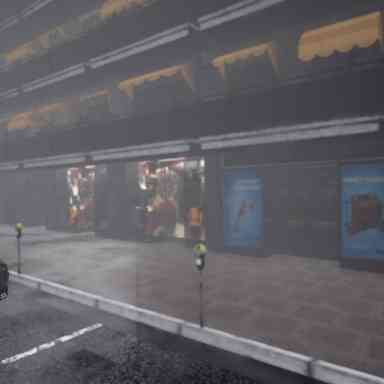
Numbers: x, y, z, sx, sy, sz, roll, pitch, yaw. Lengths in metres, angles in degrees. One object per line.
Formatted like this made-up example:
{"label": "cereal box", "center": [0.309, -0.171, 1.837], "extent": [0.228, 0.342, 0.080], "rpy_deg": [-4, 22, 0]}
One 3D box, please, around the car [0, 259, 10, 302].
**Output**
{"label": "car", "center": [-5.362, 1.495, 6.715], "extent": [4.403, 1.369, 2.008], "rpy_deg": [0, -1, 36]}
